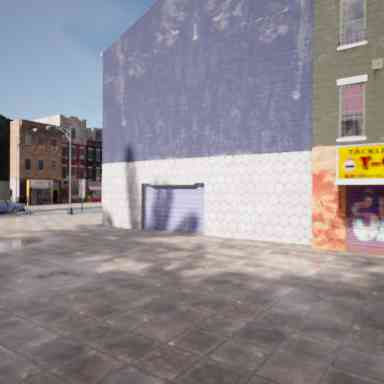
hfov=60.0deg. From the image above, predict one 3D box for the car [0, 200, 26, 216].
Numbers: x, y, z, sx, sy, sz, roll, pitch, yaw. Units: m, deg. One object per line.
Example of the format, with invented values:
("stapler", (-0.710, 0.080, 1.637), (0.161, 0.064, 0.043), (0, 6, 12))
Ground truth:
("car", (-17.025, 1.362, 28.227), (2.033, 1.411, 5.357), (1, 1, 35))
